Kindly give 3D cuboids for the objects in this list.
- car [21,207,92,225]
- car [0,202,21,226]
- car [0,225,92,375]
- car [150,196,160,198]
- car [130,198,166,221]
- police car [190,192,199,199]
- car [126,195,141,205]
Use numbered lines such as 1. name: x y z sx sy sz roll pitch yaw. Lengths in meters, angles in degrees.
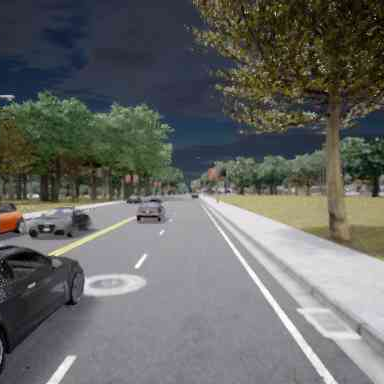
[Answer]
1. car: -6.596 1.498 17.063 1.994 1.385 4.181 0 0 0
2. car: -9.846 1.292 15.611 2.097 1.767 4.553 0 0 0
3. car: -3.148 1.506 5.001 1.812 1.442 4.674 0 0 0
4. car: -6.536 1.404 58.469 1.895 1.301 4.718 0 0 1
5. car: -3.146 1.450 26.042 2.033 1.411 5.357 0 0 0
6. police car: 0.989 1.146 94.438 1.930 1.638 5.238 0 0 0
7. car: -9.795 1.287 56.252 1.882 1.535 5.008 0 0 1
